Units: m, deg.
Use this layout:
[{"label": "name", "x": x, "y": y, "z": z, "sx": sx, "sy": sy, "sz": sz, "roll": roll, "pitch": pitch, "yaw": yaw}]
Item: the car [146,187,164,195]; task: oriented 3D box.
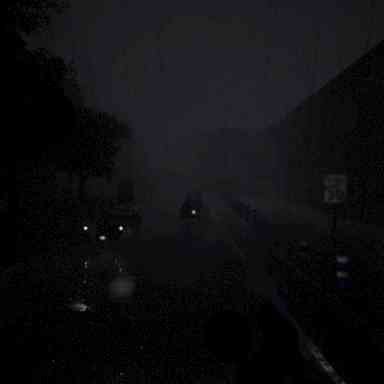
[{"label": "car", "x": -6.463, "y": -0.217, "z": 58.404, "sx": 1.994, "sy": 1.385, "sz": 4.181, "roll": 0, "pitch": 2, "yaw": -29}]

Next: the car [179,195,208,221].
[{"label": "car", "x": 0.117, "y": 1.202, "z": 23.760, "sx": 1.994, "sy": 1.385, "sz": 4.181, "roll": 0, "pitch": 2, "yaw": 0}]

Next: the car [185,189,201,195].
[{"label": "car", "x": 0.109, "y": 0.362, "z": 41.447, "sx": 1.882, "sy": 1.535, "sz": 5.008, "roll": 0, "pitch": 2, "yaw": -1}]

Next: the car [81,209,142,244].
[{"label": "car", "x": -3.590, "y": 1.493, "z": 15.616, "sx": 1.895, "sy": 1.301, "sz": 4.718, "roll": 0, "pitch": 1, "yaw": 0}]
